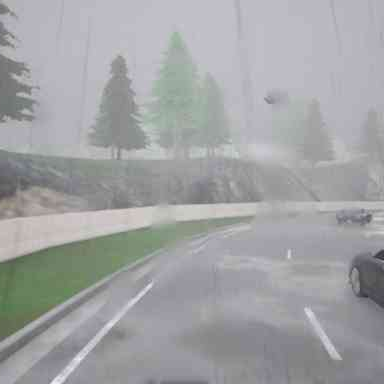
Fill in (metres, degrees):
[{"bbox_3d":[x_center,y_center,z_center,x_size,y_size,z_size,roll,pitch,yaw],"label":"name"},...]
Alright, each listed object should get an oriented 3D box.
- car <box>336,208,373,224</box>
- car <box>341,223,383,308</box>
[{"bbox_3d":[12.862,1.877,26.159,1.895,1.301,4.718,0,0,36],"label":"car"},{"bbox_3d":[4.334,1.582,5.791,1.837,1.490,4.892,0,0,8],"label":"car"}]
